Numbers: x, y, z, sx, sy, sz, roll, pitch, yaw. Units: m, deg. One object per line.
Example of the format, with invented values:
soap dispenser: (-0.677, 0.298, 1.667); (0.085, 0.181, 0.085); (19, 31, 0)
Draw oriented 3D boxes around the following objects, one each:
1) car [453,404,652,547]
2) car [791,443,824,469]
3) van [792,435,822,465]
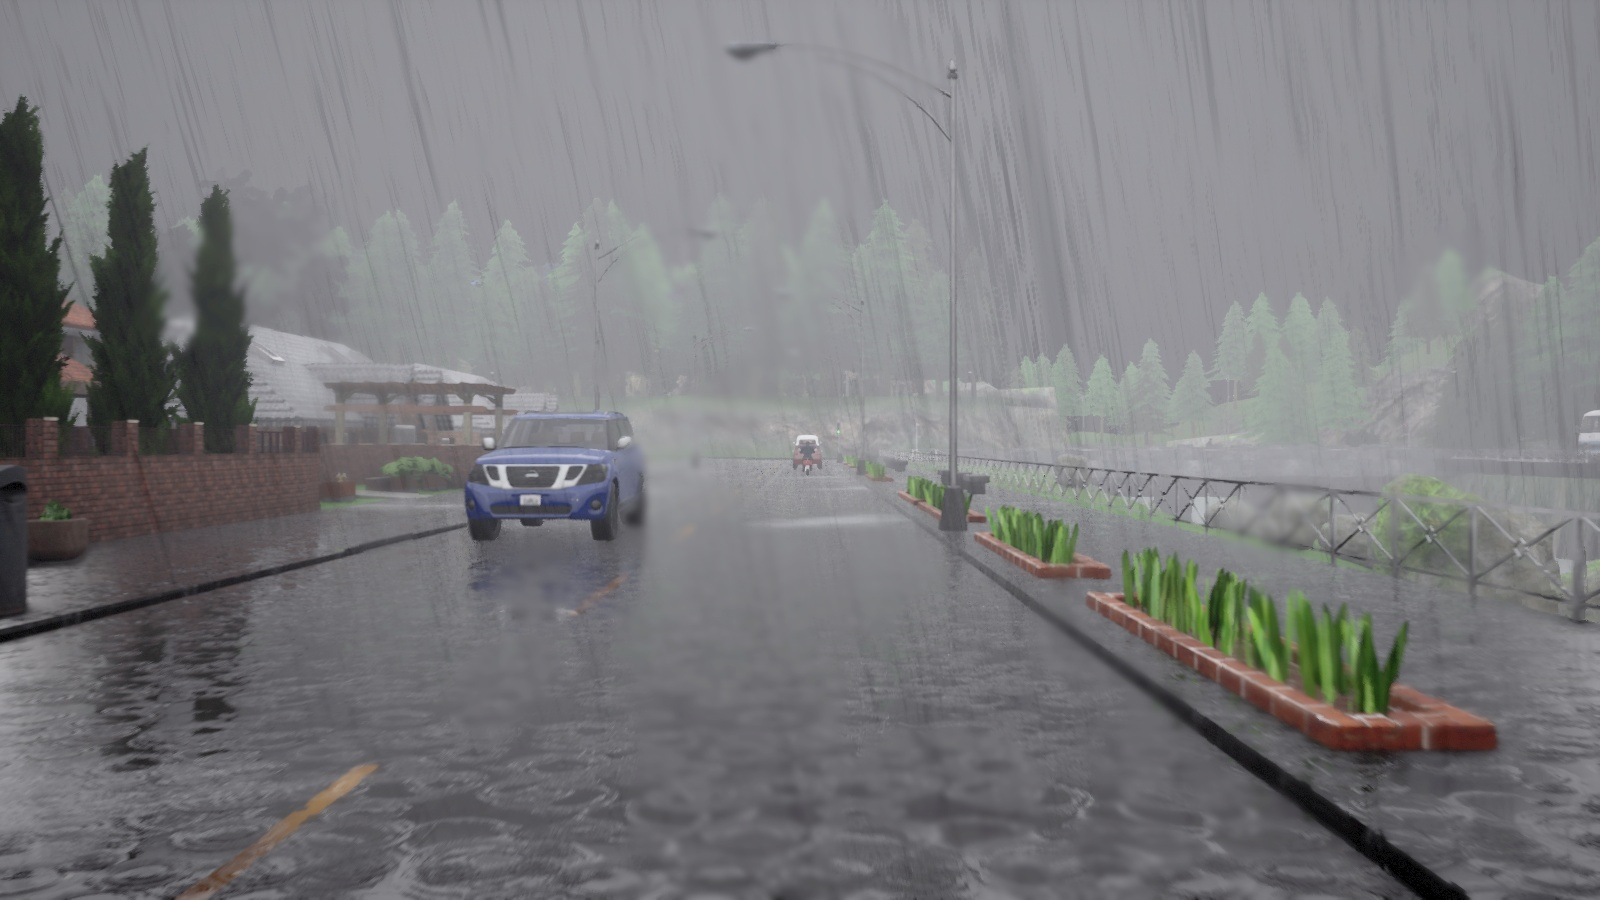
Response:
car: (-3.866, 0.346, 20.703); (2.150, 2.045, 5.566); (0, 0, 0)
car: (0.437, 0.348, 73.291); (1.845, 1.501, 3.633); (0, 0, 0)
van: (0.527, -0.030, 88.827); (2.069, 2.038, 4.480); (0, 0, 0)
